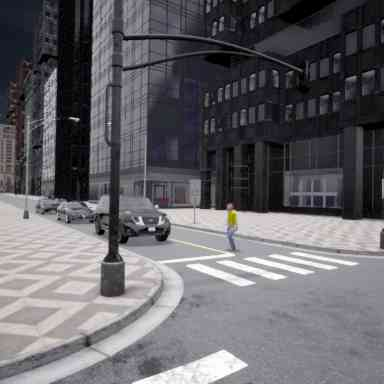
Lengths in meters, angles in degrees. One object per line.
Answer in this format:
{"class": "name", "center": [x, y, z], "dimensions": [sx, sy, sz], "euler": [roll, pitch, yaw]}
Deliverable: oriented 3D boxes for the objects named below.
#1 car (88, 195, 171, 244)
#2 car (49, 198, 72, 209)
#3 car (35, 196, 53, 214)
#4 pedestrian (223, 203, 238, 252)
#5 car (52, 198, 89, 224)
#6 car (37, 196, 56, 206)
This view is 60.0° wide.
{"class": "car", "center": [-3.037, 1.161, 15.919], "dimensions": [2.150, 2.045, 5.566], "euler": [1, -1, -31]}
{"class": "car", "center": [-17.182, 1.468, 43.313], "dimensions": [1.994, 1.385, 4.181], "euler": [1, -1, -33]}
{"class": "car", "center": [-14.330, 1.427, 33.142], "dimensions": [2.033, 1.411, 5.357], "euler": [2, -1, -33]}
{"class": "pedestrian", "center": [1.521, 1.290, 12.476], "dimensions": [0.375, 1.860, 0.375], "euler": [2, -1, -33]}
{"class": "car", "center": [-8.579, 1.418, 24.356], "dimensions": [1.837, 1.490, 4.892], "euler": [2, -1, -33]}
{"class": "car", "center": [-22.624, 1.352, 51.640], "dimensions": [1.837, 1.490, 4.892], "euler": [2, 0, -33]}
